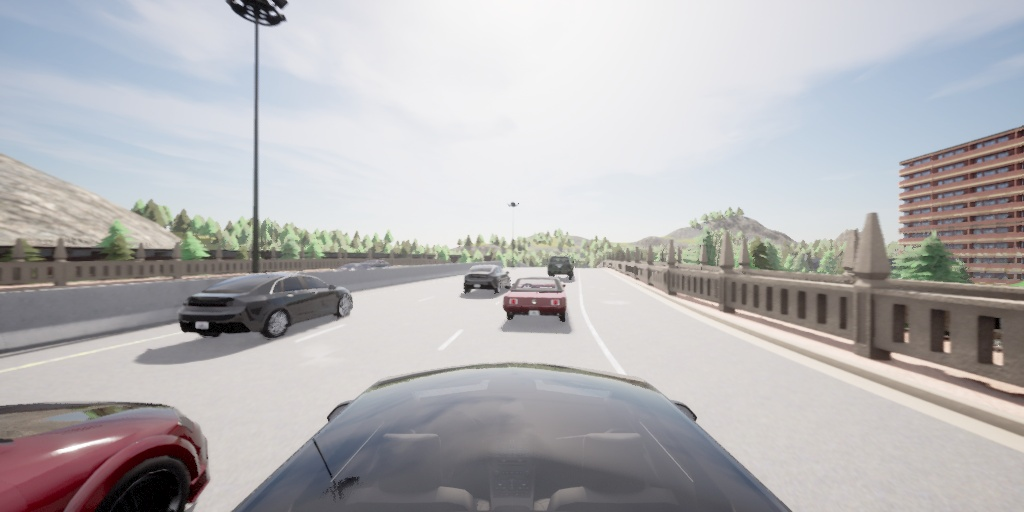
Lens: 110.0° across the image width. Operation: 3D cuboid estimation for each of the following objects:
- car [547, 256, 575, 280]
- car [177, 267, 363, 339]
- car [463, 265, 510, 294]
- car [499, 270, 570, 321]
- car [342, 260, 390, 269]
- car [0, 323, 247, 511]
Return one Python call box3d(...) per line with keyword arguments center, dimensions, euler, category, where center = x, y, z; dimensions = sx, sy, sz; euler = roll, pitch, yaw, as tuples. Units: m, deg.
box3d(center=(4.402, 0.991, 32.375), dimensions=(2.150, 2.045, 5.566), euler=(0, 0, 10), category="car")
box3d(center=(-6.338, 1.224, 9.988), dimensions=(1.837, 1.490, 4.892), euler=(0, 0, 5), category="car")
box3d(center=(-1.329, 1.247, 20.210), dimensions=(1.837, 1.490, 4.892), euler=(0, 0, 10), category="car")
box3d(center=(0.940, 1.355, 12.518), dimensions=(1.895, 1.301, 4.718), euler=(0, 0, 8), category="car")
box3d(center=(-11.219, 1.242, 25.543), dimensions=(2.033, 1.411, 5.357), euler=(0, 0, 11), category="car")
box3d(center=(-3.290, 1.298, 1.000), dimensions=(1.994, 1.385, 4.181), euler=(0, 0, -1), category="car")
